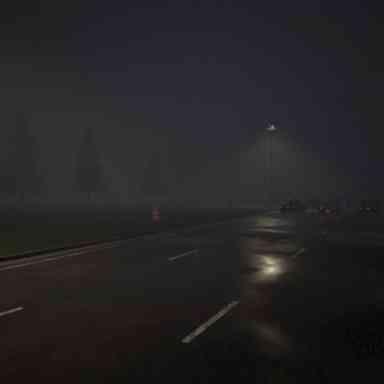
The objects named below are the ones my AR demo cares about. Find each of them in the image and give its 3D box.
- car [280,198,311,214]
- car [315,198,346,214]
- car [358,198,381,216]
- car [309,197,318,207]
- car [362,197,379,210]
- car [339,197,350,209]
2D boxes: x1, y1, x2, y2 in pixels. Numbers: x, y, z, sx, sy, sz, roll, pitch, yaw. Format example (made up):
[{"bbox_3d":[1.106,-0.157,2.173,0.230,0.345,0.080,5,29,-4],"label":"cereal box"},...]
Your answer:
[{"bbox_3d":[10.678,1.535,34.965,2.033,1.411,5.357,0,0,29],"label":"car"},{"bbox_3d":[14.443,1.588,34.521,1.895,1.301,4.718,0,0,30],"label":"car"},{"bbox_3d":[17.100,1.534,32.110,2.033,1.411,5.357,0,0,30],"label":"car"},{"bbox_3d":[16.609,1.488,45.657,1.837,1.490,4.892,0,0,30],"label":"car"},{"bbox_3d":[23.203,1.486,43.090,1.837,1.490,4.892,0,0,30],"label":"car"},{"bbox_3d":[19.898,1.460,44.357,1.882,1.535,5.008,0,0,30],"label":"car"}]
